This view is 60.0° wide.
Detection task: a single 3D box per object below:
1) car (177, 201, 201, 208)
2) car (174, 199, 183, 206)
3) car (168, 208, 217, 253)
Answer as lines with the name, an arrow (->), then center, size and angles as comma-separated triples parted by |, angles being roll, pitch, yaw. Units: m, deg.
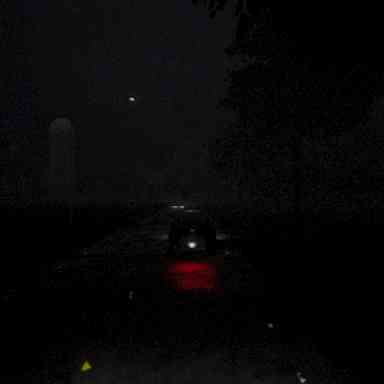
car -> 0.022, 1.790, 29.292 | 2.128, 1.511, 4.902 | 0, -1, 0
car -> -2.760, 2.244, 70.975 | 1.882, 1.535, 5.008 | 0, -1, 0
car -> 0.012, 1.646, 14.288 | 1.837, 1.490, 4.892 | 0, 0, 0
